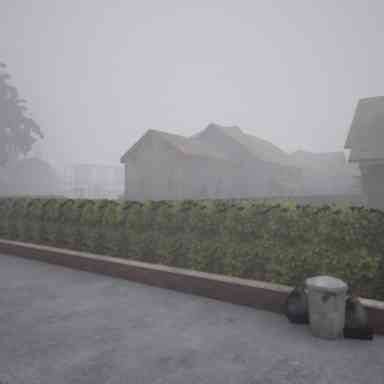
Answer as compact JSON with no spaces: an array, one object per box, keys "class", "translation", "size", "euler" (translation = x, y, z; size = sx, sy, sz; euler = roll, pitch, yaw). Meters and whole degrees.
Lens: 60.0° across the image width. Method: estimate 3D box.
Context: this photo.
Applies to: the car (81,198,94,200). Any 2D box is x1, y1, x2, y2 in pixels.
[{"class":"car","translation":[-12.812,1.451,39.239],"size":[1.882,1.535,5.008],"euler":[0,0,35]}]
